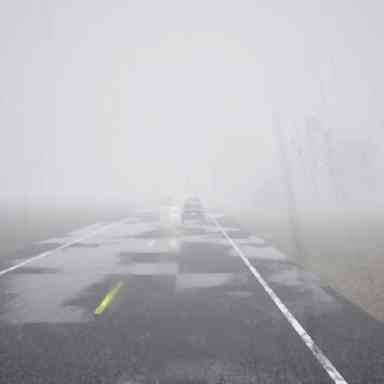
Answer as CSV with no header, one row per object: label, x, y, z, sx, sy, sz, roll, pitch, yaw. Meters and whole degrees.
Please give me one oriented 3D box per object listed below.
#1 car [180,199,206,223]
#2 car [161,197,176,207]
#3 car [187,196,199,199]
car,0.095,1.505,24.741,2.033,1.411,5.357,0,0,0
car,-3.539,1.443,49.058,1.812,1.442,4.674,0,0,0
car,0.104,1.285,39.606,2.097,1.767,4.553,0,0,0
